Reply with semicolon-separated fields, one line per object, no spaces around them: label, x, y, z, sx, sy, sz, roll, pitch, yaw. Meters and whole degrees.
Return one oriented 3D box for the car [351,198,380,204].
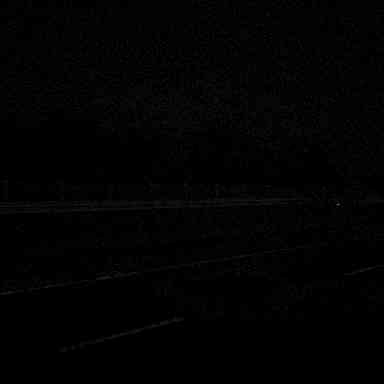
car;22.204;1.494;41.328;4.674;1.442;1.812;0;0;-35

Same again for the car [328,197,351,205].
car;20.033;1.469;44.077;4.892;1.490;1.837;0;0;-35

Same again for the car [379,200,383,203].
car;24.026;1.568;38.332;4.718;1.301;1.895;0;0;-35
